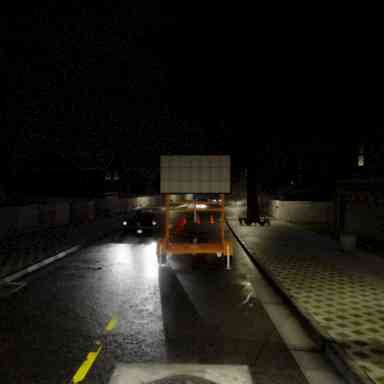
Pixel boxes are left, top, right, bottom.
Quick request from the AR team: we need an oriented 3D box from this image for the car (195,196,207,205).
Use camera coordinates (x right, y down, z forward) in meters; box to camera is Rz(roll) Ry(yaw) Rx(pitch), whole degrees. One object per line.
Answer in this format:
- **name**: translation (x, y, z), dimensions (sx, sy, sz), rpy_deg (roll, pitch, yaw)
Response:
- **car**: translation (1.648, 1.446, 59.772), dimensions (2.128, 1.511, 4.902), rpy_deg (0, 0, 9)

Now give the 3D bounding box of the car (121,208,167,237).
- **car**: translation (-2.453, 1.600, 18.300), dimensions (1.895, 1.301, 4.718), rpy_deg (0, 0, 3)

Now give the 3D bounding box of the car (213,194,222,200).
- **car**: translation (6.763, 1.272, 86.401), dimensions (1.837, 1.490, 4.892), rpy_deg (0, 0, 13)

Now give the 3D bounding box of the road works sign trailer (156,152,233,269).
- **road works sign trailer**: translation (0.114, 0.464, 11.127), dimensions (2.380, 3.560, 2.880), rpy_deg (0, 0, 2)
